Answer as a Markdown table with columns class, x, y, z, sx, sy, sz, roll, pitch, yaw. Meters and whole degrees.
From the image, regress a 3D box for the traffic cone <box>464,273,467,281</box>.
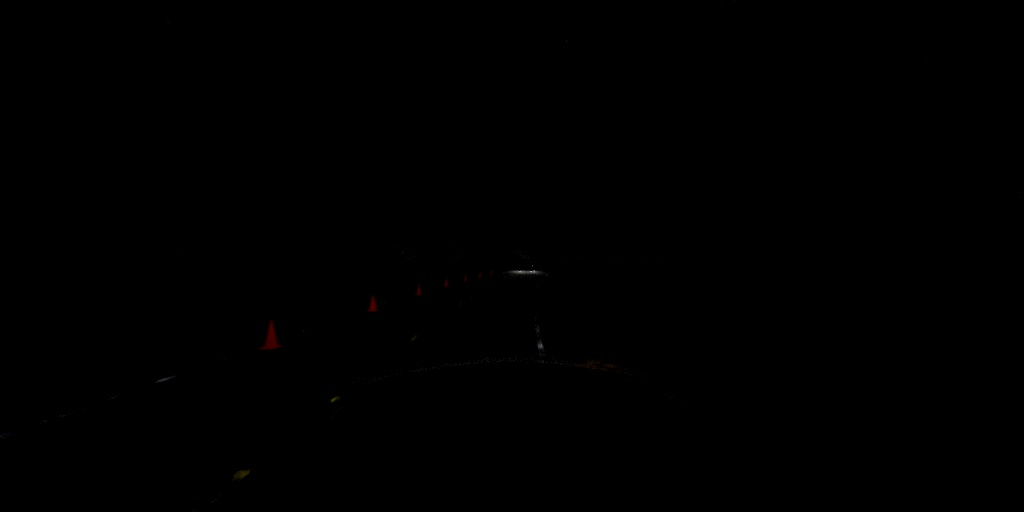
| class | x | y | z | sx | sy | sz | roll | pitch | yaw |
| --- | --- | --- | --- | --- | --- | --- | --- | --- | --- |
| traffic cone | -3.609 | 1.645 | 27.770 | 0.340 | 0.580 | 0.340 | 0 | 0 | 7 |

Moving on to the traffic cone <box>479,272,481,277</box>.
| class | x | y | z | sx | sy | sz | roll | pitch | yaw |
| --- | --- | --- | --- | --- | --- | --- | --- | --- | --- |
| traffic cone | -2.931 | 1.650 | 32.791 | 0.340 | 0.580 | 0.340 | 0 | 0 | 8 |

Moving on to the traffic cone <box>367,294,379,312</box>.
| class | x | y | z | sx | sy | sz | roll | pitch | yaw |
| --- | --- | --- | --- | --- | --- | --- | --- | --- | --- |
| traffic cone | -4.900 | 1.638 | 12.630 | 0.340 | 0.580 | 0.340 | 0 | 0 | 3 |

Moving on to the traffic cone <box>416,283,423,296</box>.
| class | x | y | z | sx | sy | sz | roll | pitch | yaw |
| --- | --- | --- | --- | --- | --- | --- | --- | --- | --- |
| traffic cone | -4.594 | 1.639 | 17.687 | 0.340 | 0.580 | 0.340 | 0 | 0 | 4 |

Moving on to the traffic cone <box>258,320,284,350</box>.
| class | x | y | z | sx | sy | sz | roll | pitch | yaw |
| --- | --- | --- | --- | --- | --- | --- | --- | --- | --- |
| traffic cone | -5.082 | 1.639 | 7.567 | 0.340 | 0.580 | 0.340 | 0 | 0 | 1 |

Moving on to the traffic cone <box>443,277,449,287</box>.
| class | x | y | z | sx | sy | sz | roll | pitch | yaw |
| --- | --- | --- | --- | --- | --- | --- | --- | --- | --- |
| traffic cone | -4.163 | 1.641 | 22.734 | 0.340 | 0.580 | 0.340 | 0 | 0 | 6 |

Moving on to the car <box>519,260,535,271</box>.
| class | x | y | z | sx | sy | sz | roll | pitch | yaw |
| --- | --- | --- | --- | --- | --- | --- | --- | --- | --- |
| car | 2.077 | 1.256 | 49.517 | 1.837 | 1.490 | 4.892 | 1 | 0 | 4 |

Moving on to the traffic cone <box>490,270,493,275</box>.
| class | x | y | z | sx | sy | sz | roll | pitch | yaw |
| --- | --- | --- | --- | --- | --- | --- | --- | --- | --- |
| traffic cone | -2.130 | 1.658 | 37.794 | 0.340 | 0.580 | 0.340 | 0 | 0 | 10 |
